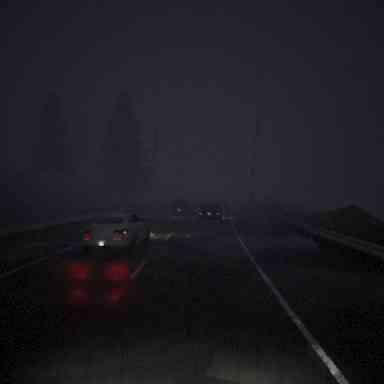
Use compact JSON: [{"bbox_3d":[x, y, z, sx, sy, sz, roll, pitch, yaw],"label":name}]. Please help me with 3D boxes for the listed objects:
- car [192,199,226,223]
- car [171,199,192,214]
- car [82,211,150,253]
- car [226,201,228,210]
[{"bbox_3d":[1.402,1.537,25.273,2.033,1.411,5.357,0,0,5],"label":"car"},{"bbox_3d":[-0.979,1.487,35.219,1.837,1.490,4.892,0,0,7],"label":"car"},{"bbox_3d":[-2.960,1.517,13.620,1.812,1.442,4.674,0,0,3],"label":"car"},{"bbox_3d":[3.670,1.584,42.912,1.895,1.301,4.718,0,0,9],"label":"car"}]
